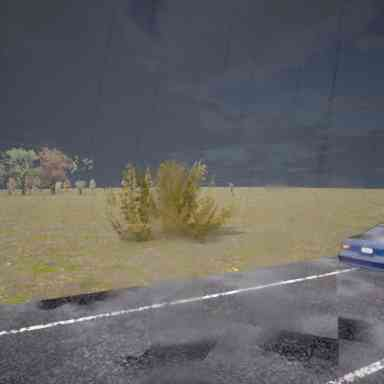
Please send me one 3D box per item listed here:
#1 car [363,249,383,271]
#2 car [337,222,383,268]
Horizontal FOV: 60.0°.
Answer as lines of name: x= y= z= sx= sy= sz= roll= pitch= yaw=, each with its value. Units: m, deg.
car: x=4.758 y=1.526 z=4.652 sx=4.674 sy=1.442 sz=1.812 roll=0 pitch=0 yaw=-28
car: x=6.635 y=1.549 z=9.910 sx=5.357 sy=1.411 sz=2.033 roll=0 pitch=0 yaw=-32
